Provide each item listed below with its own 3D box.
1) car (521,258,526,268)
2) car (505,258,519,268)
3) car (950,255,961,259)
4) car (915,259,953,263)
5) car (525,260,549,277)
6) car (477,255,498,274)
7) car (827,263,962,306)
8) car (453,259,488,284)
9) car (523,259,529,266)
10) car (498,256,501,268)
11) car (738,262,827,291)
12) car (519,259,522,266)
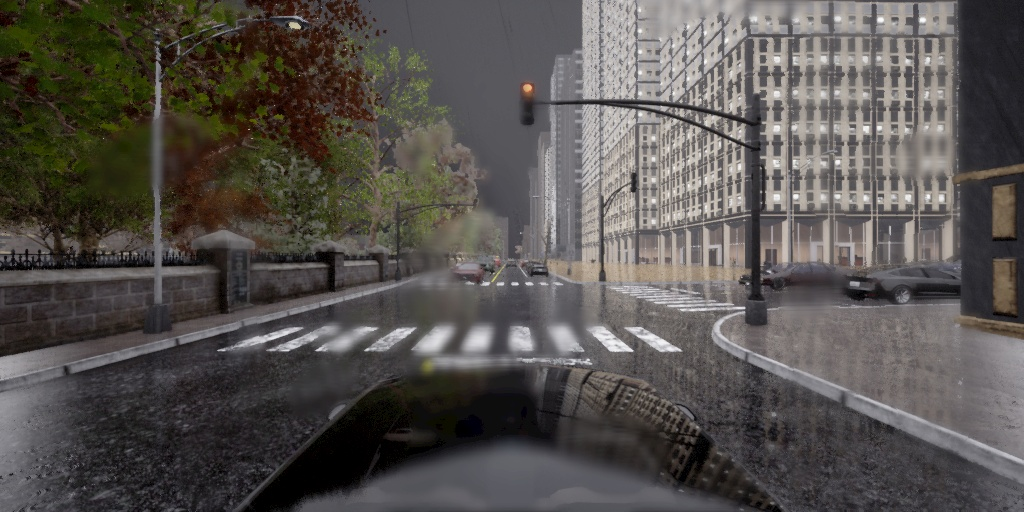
[{"bbox_3d":[2.604,1.338,46.985,1.948,1.339,4.313,0,0,0],"label":"car"},{"bbox_3d":[-0.116,1.294,62.551,1.837,1.490,4.892,0,0,0],"label":"car"},{"bbox_3d":[24.505,0.669,19.025,4.553,1.767,2.097,-1,0,0],"label":"car"},{"bbox_3d":[18.752,0.966,15.822,4.181,1.385,1.994,-1,0,0],"label":"car"},{"bbox_3d":[2.625,1.330,35.720,1.948,1.339,4.313,0,0,0],"label":"car"},{"bbox_3d":[-3.188,0.981,42.427,2.150,2.045,5.566,0,1,0],"label":"car"},{"bbox_3d":[14.663,1.026,13.160,4.313,1.339,1.948,0,0,0],"label":"car"},{"bbox_3d":[-3.146,1.236,26.891,1.882,1.535,5.008,0,0,0],"label":"car"},{"bbox_3d":[2.615,1.334,41.353,1.948,1.339,4.313,0,0,0],"label":"car"},{"bbox_3d":[-3.155,1.015,64.272,2.150,2.045,5.566,0,0,0],"label":"car"},{"bbox_3d":[15.107,1.025,18.958,5.357,1.411,2.033,-1,0,0],"label":"car"},{"bbox_3d":[2.573,1.336,63.883,1.888,1.381,4.507,0,0,0],"label":"car"}]
